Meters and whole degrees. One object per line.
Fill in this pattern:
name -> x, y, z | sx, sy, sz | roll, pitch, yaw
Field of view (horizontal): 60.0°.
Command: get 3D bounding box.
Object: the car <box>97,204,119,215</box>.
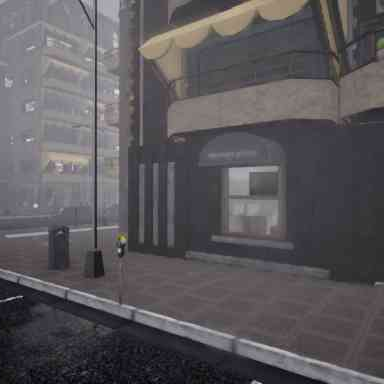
car -> -9.459, 2.064, 39.919 | 1.802, 1.307, 4.206 | -1, -1, 35

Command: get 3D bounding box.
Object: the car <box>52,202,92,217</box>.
car -> -12.743, 1.821, 35.295 | 1.967, 1.590, 4.097 | -1, -1, 35
